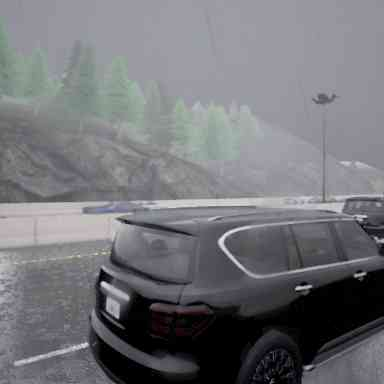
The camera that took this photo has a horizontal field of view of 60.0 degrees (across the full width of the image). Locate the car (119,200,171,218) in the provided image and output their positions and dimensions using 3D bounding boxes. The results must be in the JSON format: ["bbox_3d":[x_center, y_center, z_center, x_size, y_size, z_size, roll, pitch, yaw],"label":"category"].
[{"bbox_3d":[-4.446,1.587,31.910,4.674,1.442,1.812,0,0,-41],"label":"car"}]

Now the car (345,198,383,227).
[{"bbox_3d":[12.957,1.379,23.841,4.553,1.767,2.097,0,0,-43],"label":"car"}]

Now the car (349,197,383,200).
[{"bbox_3d":[8.893,1.239,15.424,5.566,2.045,2.150,0,0,-41],"label":"car"}]

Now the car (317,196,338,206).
[{"bbox_3d":[22.814,1.549,55.759,1.882,1.535,5.008,0,0,39],"label":"car"}]

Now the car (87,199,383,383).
[{"bbox_3d":[1.367,1.229,4.878,5.566,2.045,2.150,0,0,-37],"label":"car"}]

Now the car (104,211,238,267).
[{"bbox_3d":[-0.638,1.548,12.166,4.674,1.442,1.812,0,0,-37],"label":"car"}]

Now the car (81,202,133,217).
[{"bbox_3d":[-8.413,1.669,33.098,4.718,1.301,1.895,0,0,-40],"label":"car"}]

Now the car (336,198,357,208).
[{"bbox_3d":[24.063,1.626,51.748,1.994,1.385,4.181,0,0,39],"label":"car"}]
